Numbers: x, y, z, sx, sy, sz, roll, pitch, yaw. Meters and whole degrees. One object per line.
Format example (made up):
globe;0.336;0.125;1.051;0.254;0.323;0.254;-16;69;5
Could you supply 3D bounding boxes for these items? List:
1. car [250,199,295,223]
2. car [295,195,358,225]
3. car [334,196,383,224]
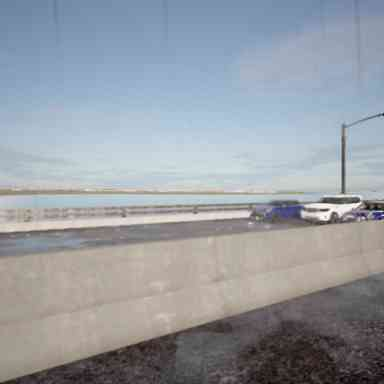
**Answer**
car;6.637;1.350;25.740;4.553;1.767;2.097;0;0;-35
car;10.320;1.225;24.026;5.566;2.045;2.150;0;0;-35
car;11.082;1.350;20.303;4.553;1.767;2.097;0;0;-35
